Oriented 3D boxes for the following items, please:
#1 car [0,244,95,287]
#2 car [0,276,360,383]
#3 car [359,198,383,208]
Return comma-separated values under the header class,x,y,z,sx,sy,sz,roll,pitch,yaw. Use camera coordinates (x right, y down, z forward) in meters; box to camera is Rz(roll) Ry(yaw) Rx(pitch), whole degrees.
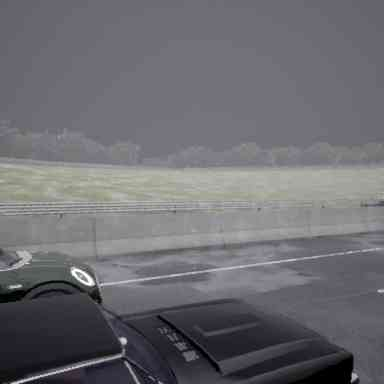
class,x,y,z,sx,sy,sz,roll,pitch,yaw
car,-3.763,1.353,5.095,4.553,1.767,2.097,0,0,-28
car,-0.881,1.601,2.667,4.718,1.301,1.895,0,0,-28
car,21.645,1.445,38.697,5.008,1.535,1.882,-1,0,-28
